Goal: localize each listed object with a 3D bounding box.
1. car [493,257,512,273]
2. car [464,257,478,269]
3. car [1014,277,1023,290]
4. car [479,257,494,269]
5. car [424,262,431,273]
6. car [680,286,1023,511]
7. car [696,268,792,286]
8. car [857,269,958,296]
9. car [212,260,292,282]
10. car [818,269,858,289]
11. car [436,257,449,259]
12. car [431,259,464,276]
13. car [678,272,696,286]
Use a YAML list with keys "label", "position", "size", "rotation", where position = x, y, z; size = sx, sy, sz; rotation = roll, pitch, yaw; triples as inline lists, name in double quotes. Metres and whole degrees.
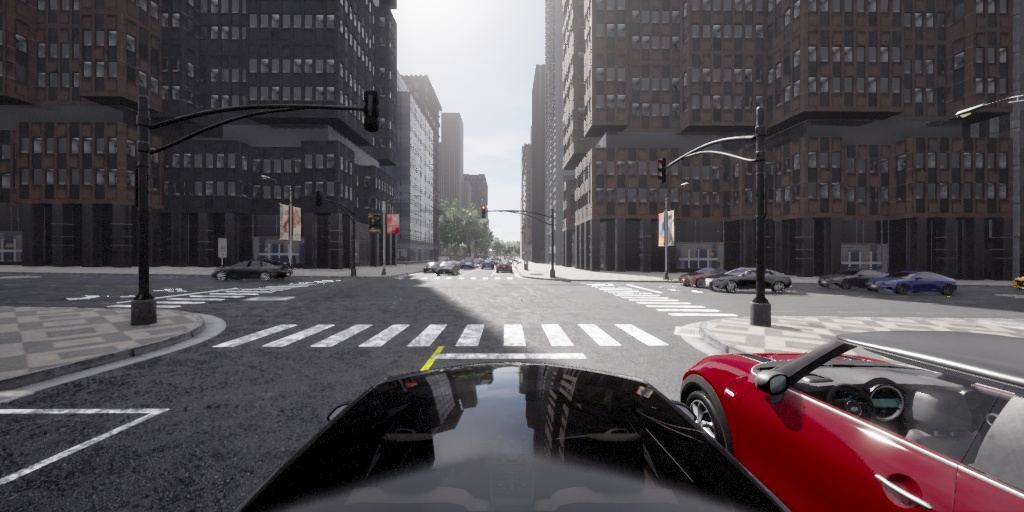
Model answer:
- label: "car"
  position: [-0.930, 1.197, 43.604]
  size: [1.967, 1.591, 4.097]
  rotation: [0, 0, -1]
- label: "car"
  position: [-6.965, 1.333, 56.204]
  size: [2.033, 1.411, 5.357]
  rotation: [0, 0, -1]
- label: "car"
  position: [39.703, 1.825, 25.997]
  size: [5.008, 1.535, 1.882]
  rotation: [1, 0, 0]
- label: "car"
  position: [-3.784, 1.313, 57.151]
  size: [1.812, 1.442, 4.674]
  rotation: [0, 0, -1]
- label: "car"
  position: [-9.454, 1.323, 43.485]
  size: [1.948, 1.339, 4.313]
  rotation: [0, 0, -1]
- label: "car"
  position: [2.760, 1.190, 2.240]
  size: [1.967, 1.591, 4.097]
  rotation: [0, 0, 0]
- label: "car"
  position: [14.675, 1.478, 22.433]
  size: [4.902, 1.511, 2.128]
  rotation: [1, 0, -1]
- label: "car"
  position: [25.078, 1.663, 22.559]
  size: [4.674, 1.442, 1.812]
  rotation: [1, 0, -1]
- label: "car"
  position: [-18.237, 1.019, 25.263]
  size: [4.892, 1.490, 1.837]
  rotation: [1, 1, -2]
- label: "car"
  position: [24.790, 1.655, 25.818]
  size: [4.674, 1.442, 1.812]
  rotation: [1, 0, -1]
- label: "car"
  position: [-9.531, 1.084, 48.910]
  size: [2.192, 1.841, 5.009]
  rotation: [0, 0, -1]
- label: "car"
  position: [-6.699, 1.292, 37.656]
  size: [2.033, 1.411, 5.357]
  rotation: [0, 0, -1]
- label: "car"
  position: [14.259, 1.541, 25.675]
  size: [4.181, 1.385, 1.994]
  rotation: [1, 0, 0]
